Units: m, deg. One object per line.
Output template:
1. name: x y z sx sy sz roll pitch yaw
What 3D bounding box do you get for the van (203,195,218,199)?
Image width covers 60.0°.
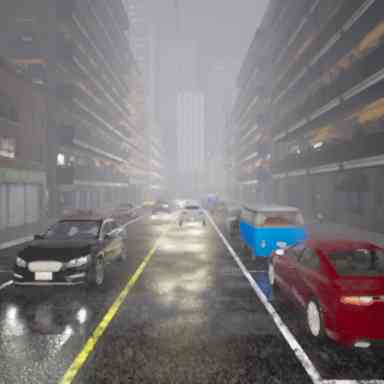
1. van: 2.699 1.307 45.026 1.690 1.788 3.998 -1 0 0

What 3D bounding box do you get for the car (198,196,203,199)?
1. car: 0.107 1.568 42.562 1.895 1.301 4.718 0 0 0

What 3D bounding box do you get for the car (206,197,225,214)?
1. car: 2.697 1.497 34.149 1.752 1.417 4.829 0 0 0

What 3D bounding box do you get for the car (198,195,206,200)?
1. car: 2.719 1.500 89.213 2.008 1.369 4.403 -1 0 0

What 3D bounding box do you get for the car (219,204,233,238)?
1. car: 2.691 1.550 17.409 1.947 1.339 4.313 0 0 0

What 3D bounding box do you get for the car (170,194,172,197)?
1. car: -5.670 1.500 67.136 1.887 1.381 4.507 0 0 0

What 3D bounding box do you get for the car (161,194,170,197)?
1. car: -5.672 1.524 61.612 1.947 1.339 4.313 0 0 0

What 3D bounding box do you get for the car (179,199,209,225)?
1. car: 0.052 1.504 23.639 1.812 1.442 4.674 0 0 1

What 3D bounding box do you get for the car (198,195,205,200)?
1. car: 2.721 1.474 94.907 1.752 1.417 4.829 -1 0 0

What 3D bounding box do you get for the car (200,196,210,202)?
1. car: 2.713 1.504 72.642 2.008 1.369 4.403 -1 0 0

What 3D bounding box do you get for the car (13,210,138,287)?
1. car: -3.085 1.483 9.371 2.128 1.511 4.902 0 0 0

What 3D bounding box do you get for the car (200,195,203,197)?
1. car: 2.710 1.506 67.119 2.008 1.369 4.403 -1 0 0

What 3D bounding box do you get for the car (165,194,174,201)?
1. car: -5.665 1.391 83.707 1.967 1.590 4.097 -1 0 0

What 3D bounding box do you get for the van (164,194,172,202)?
1. van: -5.668 1.293 78.183 1.690 1.788 3.998 -1 0 0

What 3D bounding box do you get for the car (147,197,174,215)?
1. car: -3.006 1.519 34.181 2.033 1.411 5.357 0 0 0

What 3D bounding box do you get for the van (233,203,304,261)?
1. van: 2.687 1.330 11.885 1.690 1.788 3.998 0 0 0

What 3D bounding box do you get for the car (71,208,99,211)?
1. car: -5.690 1.529 17.425 1.887 1.381 4.507 0 0 0

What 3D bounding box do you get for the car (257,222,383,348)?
1. car: 2.686 1.539 6.362 1.887 1.381 4.507 0 0 0

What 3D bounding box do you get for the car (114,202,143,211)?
1. car: -5.686 1.557 28.472 1.802 1.307 4.206 0 0 0

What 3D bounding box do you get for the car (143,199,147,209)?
1. car: -5.680 1.491 44.872 1.752 1.417 4.829 0 0 0
